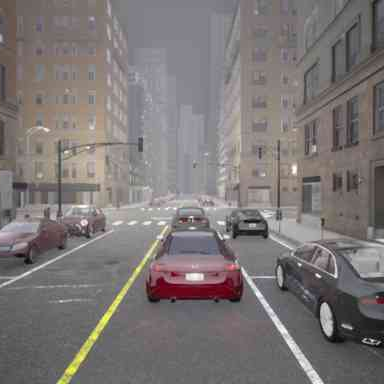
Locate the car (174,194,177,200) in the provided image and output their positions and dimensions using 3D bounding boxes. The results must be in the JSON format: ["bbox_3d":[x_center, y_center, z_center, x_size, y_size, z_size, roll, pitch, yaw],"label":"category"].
[{"bbox_3d":[-6.093,1.442,92.170,2.192,1.841,5.009,0,0,0],"label":"car"}]

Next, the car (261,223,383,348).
[{"bbox_3d":[2.823,1.550,6.254,2.008,1.369,4.403,0,0,0],"label":"car"}]

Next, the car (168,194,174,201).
[{"bbox_3d":[-6.049,1.613,81.183,1.752,1.417,4.829,0,0,0],"label":"car"}]

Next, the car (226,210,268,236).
[{"bbox_3d":[2.761,1.564,17.256,1.947,1.339,4.313,0,0,0],"label":"car"}]

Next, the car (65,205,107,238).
[{"bbox_3d":[-5.765,1.438,17.208,1.967,1.590,4.097,0,0,0],"label":"car"}]

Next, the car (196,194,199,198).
[{"bbox_3d":[2.496,1.512,75.982,1.967,1.590,4.097,0,0,0],"label":"car"}]

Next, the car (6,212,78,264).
[{"bbox_3d":[-5.733,1.580,11.707,1.802,1.307,4.206,0,0,0],"label":"car"}]

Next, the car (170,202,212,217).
[{"bbox_3d":[-0.059,1.503,17.163,1.837,1.490,4.892,0,0,0],"label":"car"}]

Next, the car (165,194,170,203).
[{"bbox_3d":[-5.985,1.596,65.127,2.008,1.369,4.403,0,0,0],"label":"car"}]

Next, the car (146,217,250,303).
[{"bbox_3d":[0.036,1.563,8.250,1.994,1.385,4.181,0,0,-1],"label":"car"}]

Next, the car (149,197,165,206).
[{"bbox_3d":[-5.943,1.609,54.310,1.802,1.307,4.206,0,0,0],"label":"car"}]

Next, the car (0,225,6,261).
[{"bbox_3d":[-5.701,1.565,6.205,1.947,1.339,4.313,0,0,0],"label":"car"}]

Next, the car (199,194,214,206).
[{"bbox_3d":[2.581,1.467,54.346,1.967,1.590,4.097,0,0,0],"label":"car"}]

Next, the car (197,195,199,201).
[{"bbox_3d":[2.540,1.596,65.164,2.008,1.369,4.403,0,0,0],"label":"car"}]
